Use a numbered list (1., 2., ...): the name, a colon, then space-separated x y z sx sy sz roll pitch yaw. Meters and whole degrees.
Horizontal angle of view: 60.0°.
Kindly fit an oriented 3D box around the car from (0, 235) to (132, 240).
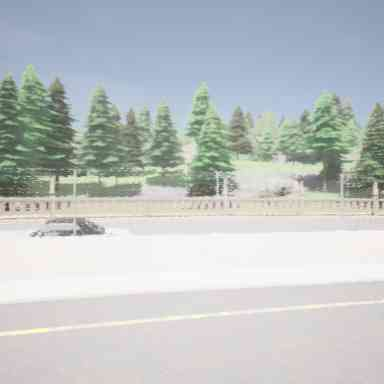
1. car: -4.233 1.475 10.138 4.718 1.301 1.895 0 1 -15
